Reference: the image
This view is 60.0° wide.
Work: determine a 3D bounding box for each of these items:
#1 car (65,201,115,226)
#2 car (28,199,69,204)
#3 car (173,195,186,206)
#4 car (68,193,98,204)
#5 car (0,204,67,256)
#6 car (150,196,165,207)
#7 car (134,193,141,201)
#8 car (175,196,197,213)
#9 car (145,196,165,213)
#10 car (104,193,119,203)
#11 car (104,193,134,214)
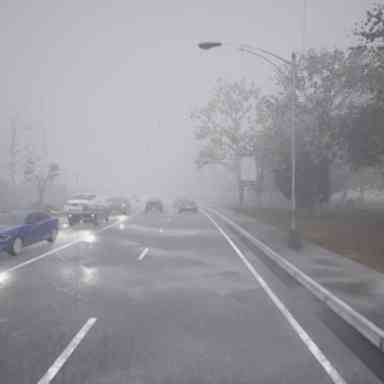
[{"bbox_3d":[-7.099,1.575,23.410,1.895,1.301,4.718,0,0,-1],"label":"car"},{"bbox_3d":[-10.592,1.467,22.770,2.128,1.511,4.902,0,0,-1],"label":"car"},{"bbox_3d":[-1.735,1.179,49.550,2.097,1.767,4.553,0,0,-7],"label":"car"},{"bbox_3d":[-10.922,1.146,33.344,2.150,2.045,5.566,0,0,-3],"label":"car"},{"bbox_3d":[-7.064,1.476,13.385,1.882,1.535,5.008,0,0,0],"label":"car"},{"bbox_3d":[-5.247,1.371,49.758,2.033,1.411,5.357,0,0,-7],"label":"car"},{"bbox_3d":[-9.327,0.950,53.465,1.837,1.490,4.892,0,0,-9],"label":"car"},{"bbox_3d":[-0.493,1.476,35.705,1.994,1.385,4.181,0,0,-3],"label":"car"},{"bbox_3d":[-4.006,1.414,35.868,1.837,1.490,4.892,0,0,-3],"label":"car"},{"bbox_3d":[-12.787,0.927,52.937,1.882,1.535,5.008,0,0,-9],"label":"car"},{"bbox_3d":[-7.433,1.276,33.647,2.097,1.767,4.553,0,0,-3],"label":"car"}]
